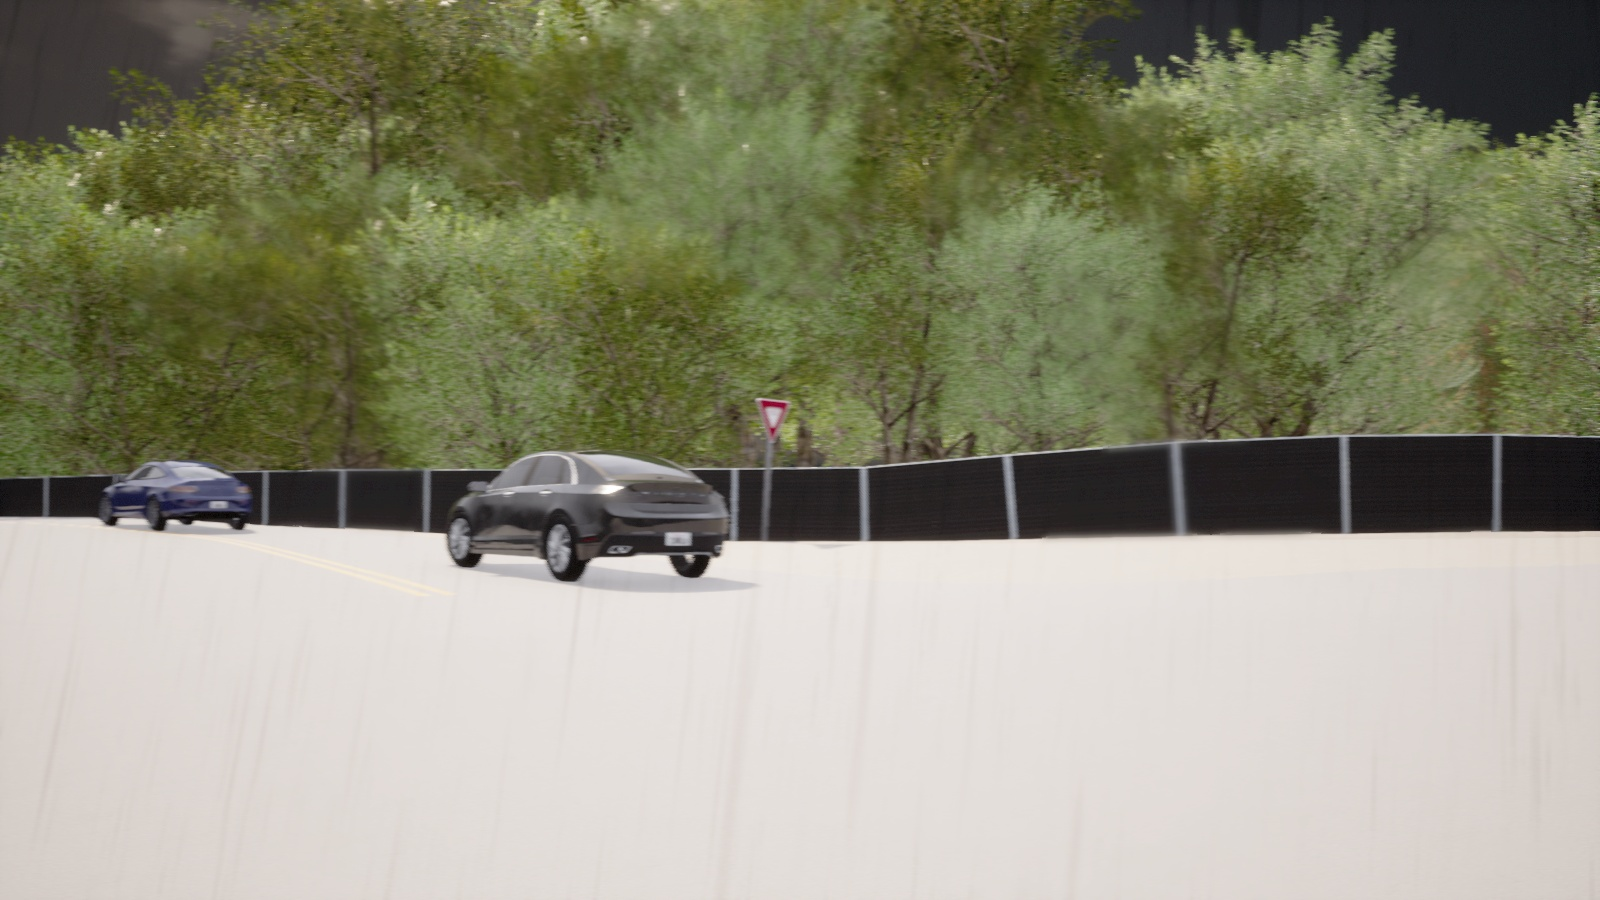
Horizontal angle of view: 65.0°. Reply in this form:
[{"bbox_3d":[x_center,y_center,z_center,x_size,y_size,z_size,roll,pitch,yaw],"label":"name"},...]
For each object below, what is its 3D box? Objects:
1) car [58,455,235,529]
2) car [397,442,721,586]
[{"bbox_3d":[-13.966,0.855,26.714,4.674,1.442,1.812,0,-2,43],"label":"car"},{"bbox_3d":[-3.144,0.749,15.496,1.837,1.490,4.892,3,-3,-38],"label":"car"}]
